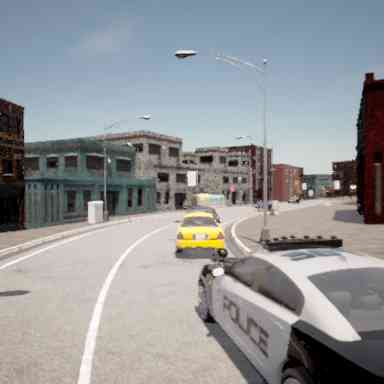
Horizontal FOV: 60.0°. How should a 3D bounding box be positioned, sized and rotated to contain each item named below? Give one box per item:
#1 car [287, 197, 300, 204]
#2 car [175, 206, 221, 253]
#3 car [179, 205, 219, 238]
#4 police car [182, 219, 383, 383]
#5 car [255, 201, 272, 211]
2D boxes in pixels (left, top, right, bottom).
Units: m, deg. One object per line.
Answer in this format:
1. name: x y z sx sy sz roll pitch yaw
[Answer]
1. car: 21.651 1.773 70.711 2.128 1.511 4.902 0 0 31
2. car: 0.249 1.516 13.895 1.801 1.575 5.366 0 0 -1
3. car: 0.566 1.595 19.302 1.837 1.490 4.892 0 0 7
4. police car: 1.433 1.423 4.562 1.930 1.638 5.238 -1 0 -14
5. car: 9.977 1.797 44.184 1.895 1.301 4.718 0 0 31
